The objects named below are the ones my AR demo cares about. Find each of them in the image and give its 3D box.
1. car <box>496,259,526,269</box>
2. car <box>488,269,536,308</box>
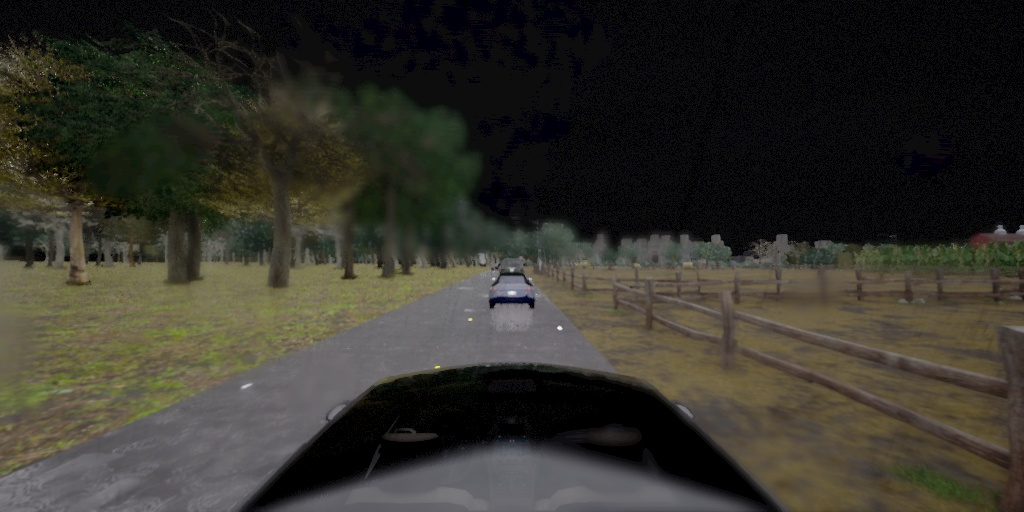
[{"bbox_3d":[-0.009,1.255,30.901,2.150,2.045,5.566,0,0,0],"label":"car"},{"bbox_3d":[0.002,1.452,16.205,1.994,1.385,4.181,0,0,0],"label":"car"}]
